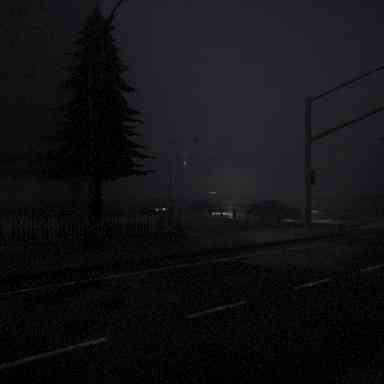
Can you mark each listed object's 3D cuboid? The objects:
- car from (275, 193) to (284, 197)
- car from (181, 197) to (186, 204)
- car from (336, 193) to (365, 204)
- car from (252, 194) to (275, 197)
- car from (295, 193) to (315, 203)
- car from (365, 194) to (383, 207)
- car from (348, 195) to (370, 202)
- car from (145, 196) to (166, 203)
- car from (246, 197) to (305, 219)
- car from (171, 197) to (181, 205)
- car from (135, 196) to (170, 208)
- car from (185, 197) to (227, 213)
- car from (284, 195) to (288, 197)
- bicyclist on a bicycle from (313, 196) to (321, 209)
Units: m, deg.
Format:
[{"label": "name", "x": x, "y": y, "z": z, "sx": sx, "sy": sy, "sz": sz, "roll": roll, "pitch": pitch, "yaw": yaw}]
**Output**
[{"label": "car", "x": 19.204, "y": 1.363, "z": 79.708, "sx": 1.784, "sy": 1.438, "sz": 3.905, "roll": 0, "pitch": 0, "yaw": -36}, {"label": "car", "x": -2.096, "y": 1.564, "z": 60.735, "sx": 1.994, "sy": 1.385, "sz": 4.181, "roll": 0, "pitch": 0, "yaw": -35}, {"label": "car", "x": 34.634, "y": 1.153, "z": 72.288, "sx": 1.932, "sy": 1.855, "sz": 4.605, "roll": 0, "pitch": 0, "yaw": -36}, {"label": "car", "x": 16.849, "y": 1.395, "z": 78.024, "sx": 1.970, "sy": 1.475, "sz": 3.806, "roll": 0, "pitch": 0, "yaw": -36}, {"label": "car", "x": 20.942, "y": 1.395, "z": 62.385, "sx": 1.970, "sy": 1.475, "sz": 3.806, "roll": 0, "pitch": 0, "yaw": -36}, {"label": "car", "x": 26.516, "y": 1.153, "z": 44.964, "sx": 1.932, "sy": 1.855, "sz": 4.605, "roll": 0, "pitch": 0, "yaw": -36}, {"label": "car", "x": 37.027, "y": 1.363, "z": 73.920, "sx": 1.784, "sy": 1.438, "sz": 3.905, "roll": 0, "pitch": 0, "yaw": -36}, {"label": "car", "x": -7.544, "y": 1.547, "z": 68.203, "sx": 2.033, "sy": 1.411, "sz": 5.357, "roll": 0, "pitch": 0, "yaw": -36}, {"label": "car", "x": 7.318, "y": 1.477, "z": 29.442, "sx": 1.882, "sy": 1.535, "sz": 5.008, "roll": 0, "pitch": 0, "yaw": -36}, {"label": "car", "x": -4.689, "y": 1.491, "z": 58.424, "sx": 2.128, "sy": 1.511, "sz": 4.902, "roll": 0, "pitch": 0, "yaw": -36}, {"label": "car", "x": -5.628, "y": 1.547, "z": 47.430, "sx": 2.033, "sy": 1.411, "sz": 5.357, "roll": 0, "pitch": 0, "yaw": -36}, {"label": "car", "x": 1.518, "y": 1.564, "z": 37.497, "sx": 1.994, "sy": 1.385, "sz": 4.181, "roll": 0, "pitch": 0, "yaw": -36}, {"label": "car", "x": 21.357, "y": 1.153, "z": 81.310, "sx": 1.932, "sy": 1.855, "sz": 4.605, "roll": 0, "pitch": 0, "yaw": -36}, {"label": "bicyclist on a bicycle", "x": 15.919, "y": 1.302, "z": 42.284, "sx": 1.656, "sy": 1.620, "sz": 0.582, "roll": 0, "pitch": 0, "yaw": -36}]
